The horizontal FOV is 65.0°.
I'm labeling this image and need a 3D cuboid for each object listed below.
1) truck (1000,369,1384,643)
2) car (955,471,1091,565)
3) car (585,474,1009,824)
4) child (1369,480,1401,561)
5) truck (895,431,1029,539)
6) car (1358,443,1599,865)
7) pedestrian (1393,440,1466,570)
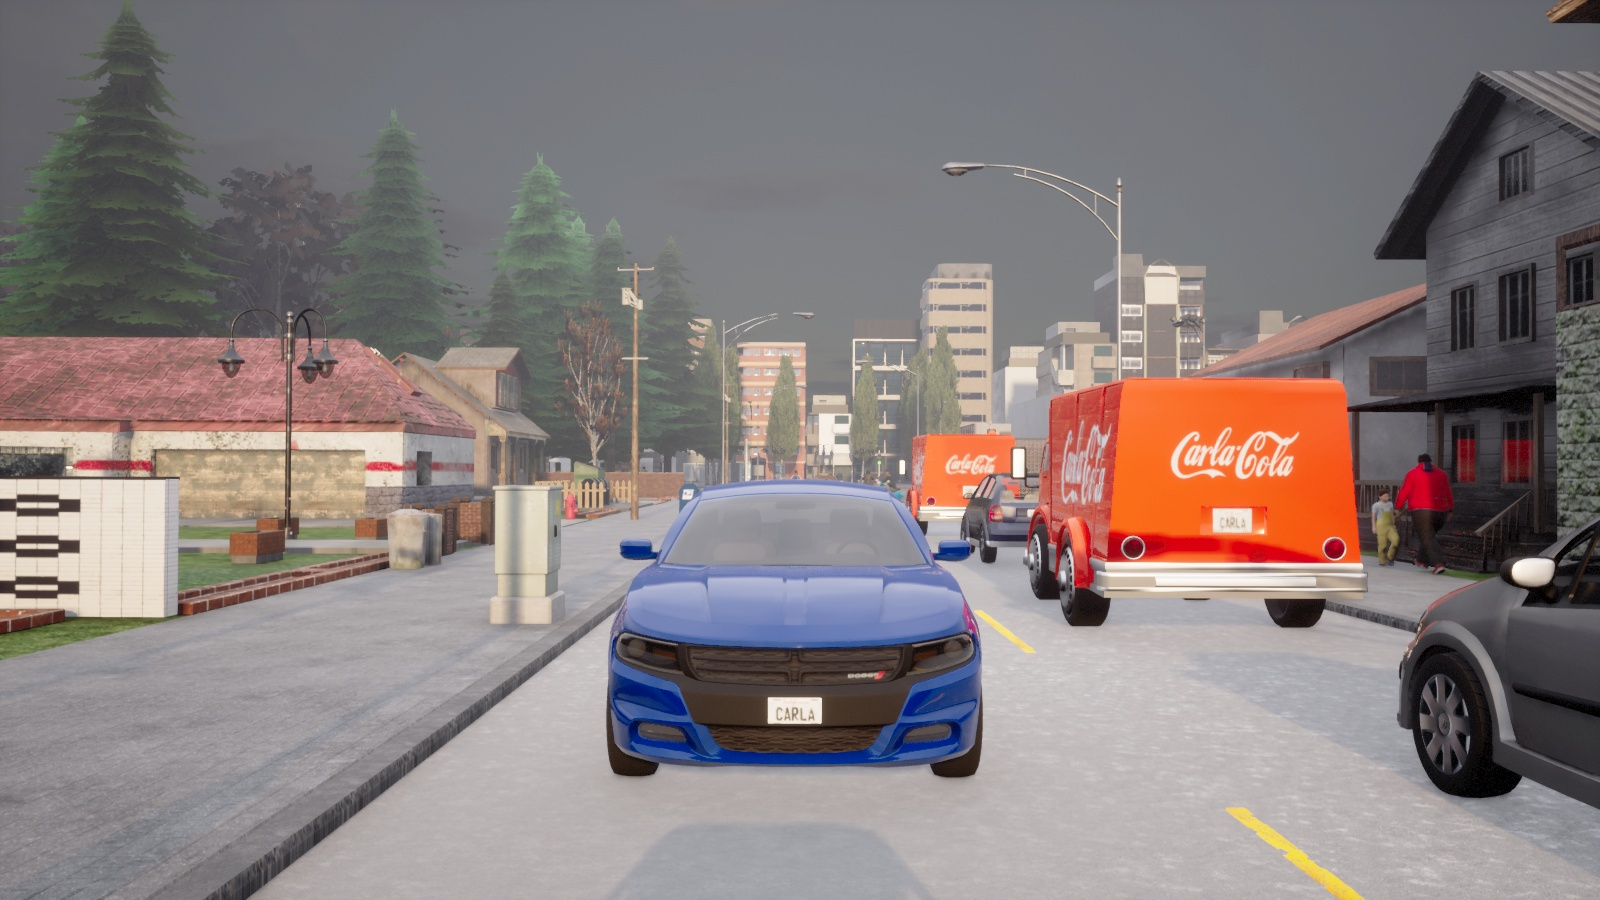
[{"bbox_3d":[3.953,0.546,13.944,2.627,2.467,5.204,0,-1,0],"label":"truck"},{"bbox_3d":[3.938,1.158,22.732,1.789,1.549,3.705,0,-1,0],"label":"car"},{"bbox_3d":[-0.024,0.928,8.083,1.882,1.535,5.008,0,-1,0],"label":"car"},{"bbox_3d":[9.210,1.099,19.775,0.270,1.263,0.437,0,-1,-2],"label":"child"},{"bbox_3d":[3.919,0.840,31.491,2.627,2.467,5.204,0,-1,-1],"label":"truck"},{"bbox_3d":[3.986,0.778,4.860,1.851,1.617,3.988,0,-1,0],"label":"car"},{"bbox_3d":[9.187,0.795,18.361,0.634,1.844,0.899,0,-1,3],"label":"pedestrian"}]
